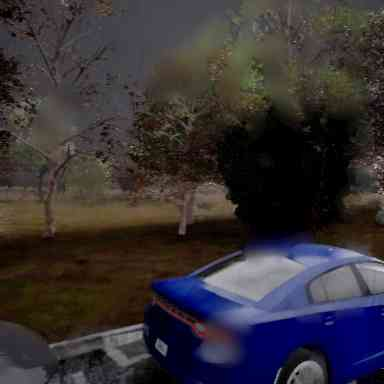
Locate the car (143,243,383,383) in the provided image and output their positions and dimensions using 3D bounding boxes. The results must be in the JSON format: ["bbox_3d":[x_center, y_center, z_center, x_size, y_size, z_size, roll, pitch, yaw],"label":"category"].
[{"bbox_3d":[1.818,1.486,4.660,5.008,1.535,2.097,2,-1,-31],"label":"car"}]
